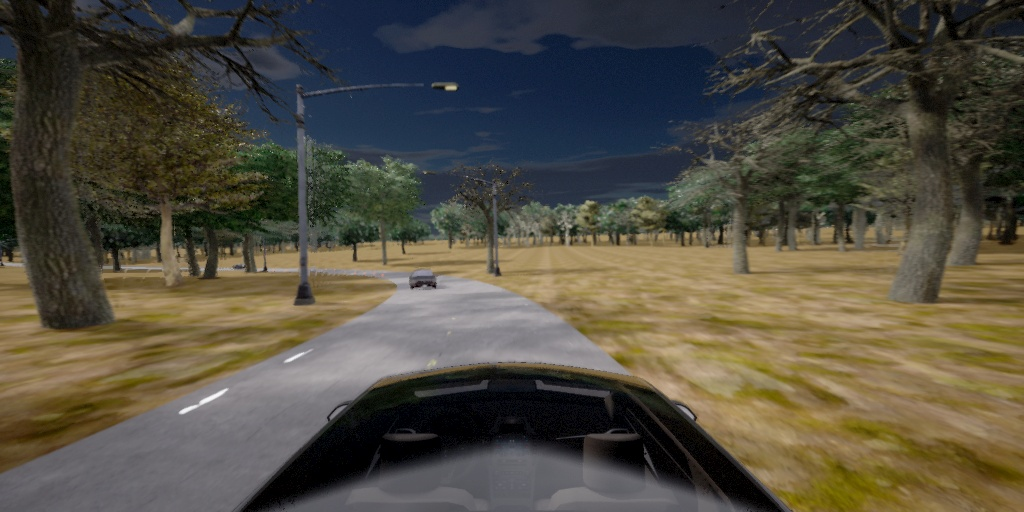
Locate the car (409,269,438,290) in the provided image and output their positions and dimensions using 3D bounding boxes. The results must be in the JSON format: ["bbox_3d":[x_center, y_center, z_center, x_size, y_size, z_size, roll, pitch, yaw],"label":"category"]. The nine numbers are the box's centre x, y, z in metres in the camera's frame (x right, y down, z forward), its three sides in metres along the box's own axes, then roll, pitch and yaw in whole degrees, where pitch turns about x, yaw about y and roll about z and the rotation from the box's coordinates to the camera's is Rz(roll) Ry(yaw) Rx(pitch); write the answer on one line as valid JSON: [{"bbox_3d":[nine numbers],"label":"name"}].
[{"bbox_3d":[-6.651,1.695,26.734,2.033,1.411,5.357,-2,0,-16],"label":"car"}]

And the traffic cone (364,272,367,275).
[{"bbox_3d":[-22.891,2.613,55.906,0.340,0.580,0.340,0,0,-39],"label":"traffic cone"}]

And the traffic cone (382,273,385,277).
[{"bbox_3d":[-17.275,2.466,48.000,0.340,0.580,0.340,0,0,-32],"label":"traffic cone"}]

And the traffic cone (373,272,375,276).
[{"bbox_3d":[-19.972,2.538,52.033,0.340,0.580,0.340,0,0,-35],"label":"traffic cone"}]
